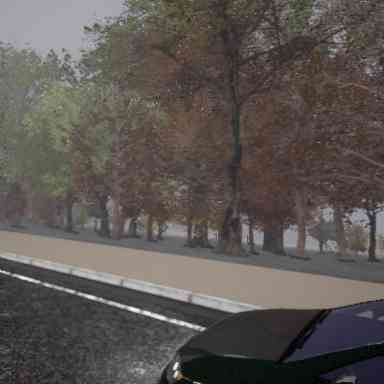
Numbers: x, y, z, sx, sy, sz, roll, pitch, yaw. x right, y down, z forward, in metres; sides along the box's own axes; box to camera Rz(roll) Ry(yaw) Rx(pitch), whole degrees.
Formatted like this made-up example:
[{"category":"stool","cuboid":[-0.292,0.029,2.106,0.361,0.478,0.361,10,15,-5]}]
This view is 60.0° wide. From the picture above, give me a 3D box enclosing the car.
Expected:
[{"category":"car","cuboid":[1.732,1.564,2.450,4.181,1.385,1.994,0,0,35]}]
